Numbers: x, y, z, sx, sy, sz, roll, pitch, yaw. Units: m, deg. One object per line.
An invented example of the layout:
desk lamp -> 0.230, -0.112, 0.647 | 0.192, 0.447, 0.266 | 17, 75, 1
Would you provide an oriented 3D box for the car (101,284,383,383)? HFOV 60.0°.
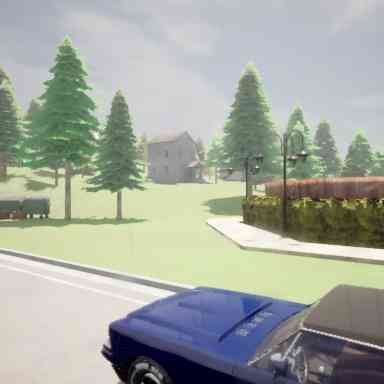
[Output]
car -> 1.349, 1.601, 3.023 | 4.718, 1.301, 1.895 | 0, 0, 36
